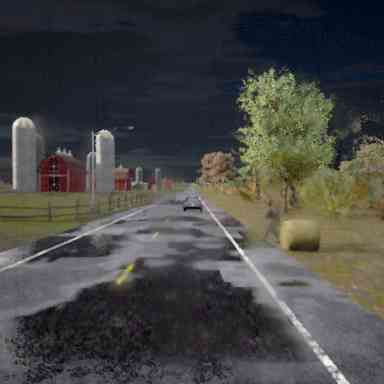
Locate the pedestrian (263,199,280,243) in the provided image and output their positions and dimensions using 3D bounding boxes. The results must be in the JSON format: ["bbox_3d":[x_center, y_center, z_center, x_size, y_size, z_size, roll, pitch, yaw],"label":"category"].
[{"bbox_3d":[3.218,1.156,13.485,0.375,1.860,0.375,-1,1,-2],"label":"pedestrian"}]

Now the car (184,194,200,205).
[{"bbox_3d":[0.038,1.018,46.976,2.128,1.511,4.902,0,1,1],"label":"car"}]

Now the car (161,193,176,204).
[{"bbox_3d":[-3.554,0.986,51.284,1.837,1.490,4.892,0,1,1],"label":"car"}]

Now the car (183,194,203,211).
[{"bbox_3d":[0.090,1.214,34.592,1.994,1.385,4.181,0,1,0],"label":"car"}]

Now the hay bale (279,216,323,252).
[{"bbox_3d":[4.009,1.529,12.388,1.220,1.180,1.240,1,1,0],"label":"hay bale"}]
